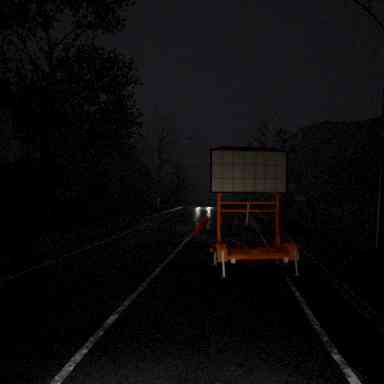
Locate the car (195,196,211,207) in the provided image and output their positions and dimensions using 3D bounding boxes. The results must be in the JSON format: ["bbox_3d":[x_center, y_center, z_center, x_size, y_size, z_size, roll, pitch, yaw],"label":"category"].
[{"bbox_3d":[1.641,1.299,46.310,1.812,1.442,4.674,0,0,5],"label":"car"}]

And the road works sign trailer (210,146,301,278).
[{"bbox_3d":[1.674,0.441,10.163,2.380,3.560,2.880,1,0,-7],"label":"road works sign trailer"}]
